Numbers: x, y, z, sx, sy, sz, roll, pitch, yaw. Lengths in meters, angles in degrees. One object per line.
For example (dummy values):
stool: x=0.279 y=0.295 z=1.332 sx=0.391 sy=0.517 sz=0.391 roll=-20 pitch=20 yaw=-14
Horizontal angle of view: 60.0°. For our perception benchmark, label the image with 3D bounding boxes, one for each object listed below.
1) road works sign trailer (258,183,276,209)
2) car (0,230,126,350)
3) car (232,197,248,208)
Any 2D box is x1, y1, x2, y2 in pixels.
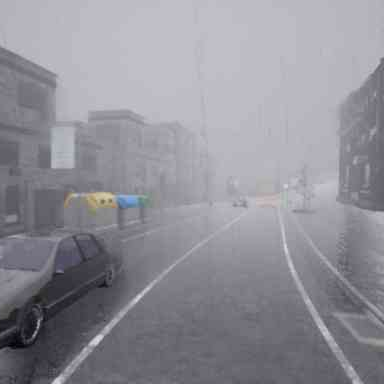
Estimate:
road works sign trailer: x=10.634 y=0.543 z=47.272 sx=2.380 sy=3.560 sz=2.880 roll=1 pitch=0 yaw=15
car: x=-2.934 y=1.503 z=6.507 sx=2.033 sy=1.411 sz=5.357 roll=1 pitch=0 yaw=8
car: x=6.964 y=1.513 z=47.572 sx=2.128 sy=1.511 sz=4.902 roll=1 pitch=0 yaw=15
